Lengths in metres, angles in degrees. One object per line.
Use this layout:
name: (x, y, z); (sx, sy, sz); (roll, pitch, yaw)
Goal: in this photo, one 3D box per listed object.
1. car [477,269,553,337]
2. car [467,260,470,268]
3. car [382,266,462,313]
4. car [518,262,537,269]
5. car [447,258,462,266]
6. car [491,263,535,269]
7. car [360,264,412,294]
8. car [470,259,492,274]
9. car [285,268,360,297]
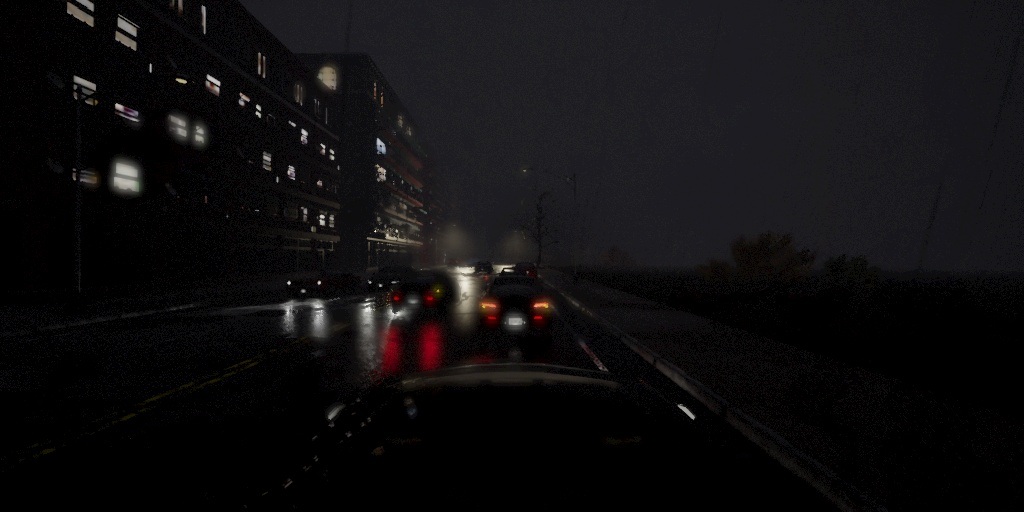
car: (0.069, 1.277, 10.203); (1.812, 1.442, 4.674); (0, 0, 0)
car: (-6.728, 1.229, 63.603); (1.882, 1.535, 5.008); (0, 0, 0)
car: (-3.185, 1.277, 13.815); (1.812, 1.442, 4.674); (0, 0, 0)
car: (1.061, 1.232, 29.899); (1.882, 1.535, 5.008); (0, 0, 0)
car: (-9.981, 1.103, 62.370); (2.097, 1.767, 4.553); (0, 0, 0)
car: (0.050, 1.317, 20.370); (1.994, 1.385, 4.181); (0, 0, 0)
car: (-6.653, 1.258, 20.548); (1.837, 1.490, 4.892); (0, 0, 0)
car: (-3.258, 1.243, 41.566); (2.128, 1.511, 4.902); (0, 0, 0)
car: (-9.897, 1.353, 19.208); (1.895, 1.301, 4.718); (0, 0, 0)
